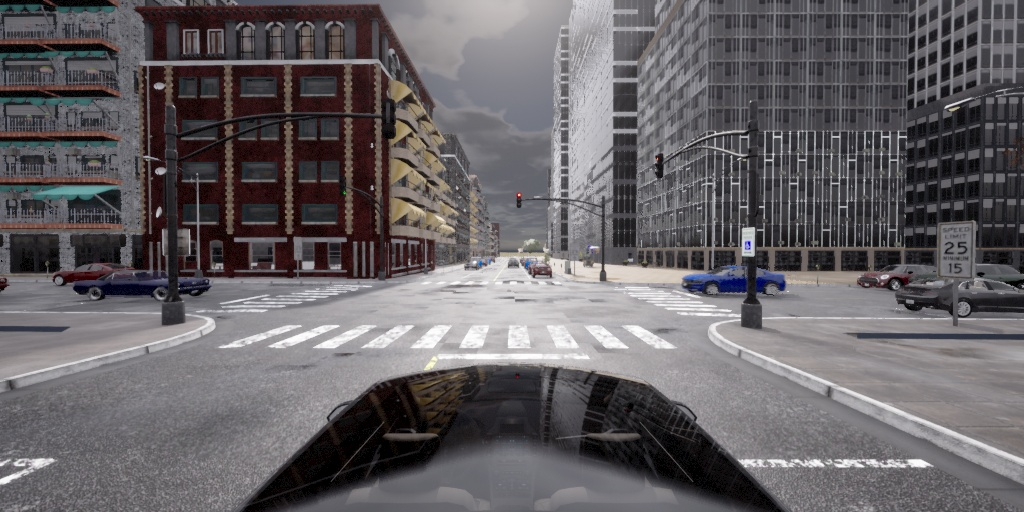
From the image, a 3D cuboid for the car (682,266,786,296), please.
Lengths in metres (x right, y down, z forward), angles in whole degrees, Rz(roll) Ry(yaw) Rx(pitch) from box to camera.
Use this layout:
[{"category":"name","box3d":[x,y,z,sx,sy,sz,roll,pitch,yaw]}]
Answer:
[{"category":"car","box3d":[11.632,1.256,18.971,5.008,1.535,1.882,0,1,-2]}]

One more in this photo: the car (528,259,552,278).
[{"category":"car","box3d":[2.732,1.270,33.431,1.888,1.381,4.507,0,0,0]}]

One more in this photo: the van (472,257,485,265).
[{"category":"van","box3d":[-5.562,1.033,56.001,1.690,1.789,3.998,0,0,0]}]

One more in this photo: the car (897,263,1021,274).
[{"category":"car","box3d":[23.850,1.186,18.881,4.553,1.767,2.097,0,1,1]}]

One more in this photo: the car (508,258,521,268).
[{"category":"car","box3d":[0.241,1.284,61.094,1.895,1.301,4.718,0,0,0]}]

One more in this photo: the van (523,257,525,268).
[{"category":"van","box3d":[2.773,1.042,50.369,1.690,1.789,3.998,0,0,0]}]

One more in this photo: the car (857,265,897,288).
[{"category":"car","box3d":[23.421,1.229,21.622,4.097,1.591,1.967,0,0,1]}]

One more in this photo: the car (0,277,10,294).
[{"category":"car","box3d":[-22.595,1.258,13.725,4.507,1.381,1.888,0,0,1]}]

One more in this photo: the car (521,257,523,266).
[{"category":"car","box3d":[2.786,1.237,56.015,1.888,1.381,4.507,0,0,0]}]

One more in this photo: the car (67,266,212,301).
[{"category":"car","box3d":[-16.640,1.298,16.335,4.718,1.301,1.895,0,1,1]}]

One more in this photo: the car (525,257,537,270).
[{"category":"car","box3d":[2.746,1.157,39.077,1.967,1.591,4.097,0,0,0]}]

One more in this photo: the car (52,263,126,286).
[{"category":"car","box3d":[-25.808,1.108,22.389,4.507,1.381,1.888,0,0,1]}]

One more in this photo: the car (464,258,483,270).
[{"category":"car","box3d":[-5.575,1.267,50.355,1.948,1.339,4.313,0,0,0]}]

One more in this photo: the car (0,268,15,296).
[{"category":"car","box3d":[-26.520,1.254,16.496,4.718,1.301,1.895,0,1,1]}]

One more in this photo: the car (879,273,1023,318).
[{"category":"car","box3d":[16.742,1.445,13.091,4.403,1.370,2.007,0,0,1]}]
